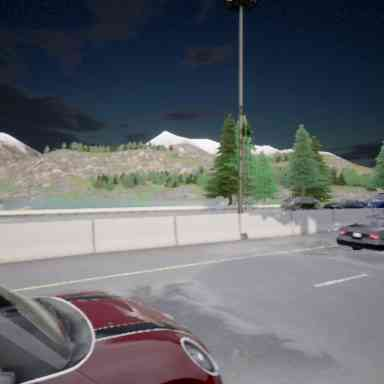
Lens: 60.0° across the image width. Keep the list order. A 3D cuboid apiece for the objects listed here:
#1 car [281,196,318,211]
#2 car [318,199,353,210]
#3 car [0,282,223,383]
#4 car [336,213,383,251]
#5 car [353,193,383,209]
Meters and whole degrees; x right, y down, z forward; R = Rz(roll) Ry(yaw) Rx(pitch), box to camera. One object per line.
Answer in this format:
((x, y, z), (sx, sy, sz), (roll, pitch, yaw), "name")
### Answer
((12.554, 1.275, 38.600), (4.553, 1.767, 2.097), (0, 0, -23), "car")
((17.048, 1.484, 36.768), (5.357, 1.411, 2.033), (0, 0, -23), "car")
((-1.920, 1.343, 2.275), (4.553, 1.767, 2.097), (0, 0, -35), "car")
((7.872, 1.529, 12.686), (5.357, 1.411, 2.033), (0, 0, -29), "car")
((19.655, 1.167, 34.039), (5.566, 2.045, 2.150), (0, 0, -22), "car")
